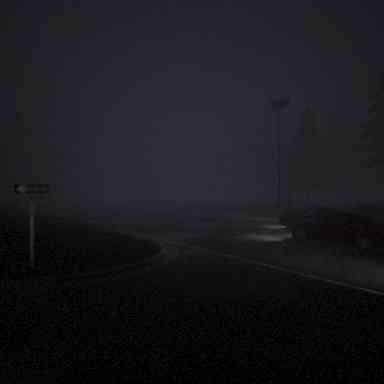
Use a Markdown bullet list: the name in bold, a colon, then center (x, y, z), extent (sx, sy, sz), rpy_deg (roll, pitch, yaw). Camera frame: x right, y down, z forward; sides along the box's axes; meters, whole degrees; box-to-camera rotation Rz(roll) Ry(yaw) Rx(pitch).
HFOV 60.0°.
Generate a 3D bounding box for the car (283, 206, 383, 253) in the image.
- **car**: center (6.314, 1.506, 13.675), extent (1.812, 1.442, 4.674), rpy_deg (0, 0, -34)

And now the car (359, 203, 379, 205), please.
- **car**: center (12.211, 1.513, 23.705), extent (2.033, 1.411, 5.357), rpy_deg (0, 0, -34)

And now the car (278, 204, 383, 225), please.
- **car**: center (7.346, 1.520, 18.400), extent (2.033, 1.411, 5.357), rpy_deg (0, 0, -34)

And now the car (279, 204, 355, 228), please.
- **car**: center (8.483, 1.567, 22.972), extent (1.895, 1.301, 4.718), rpy_deg (0, 0, -34)
